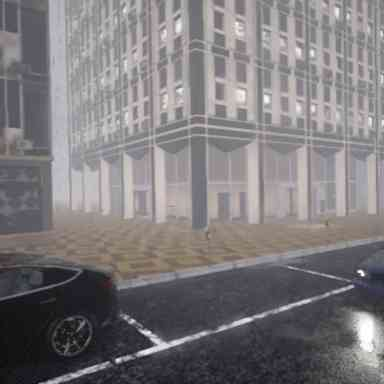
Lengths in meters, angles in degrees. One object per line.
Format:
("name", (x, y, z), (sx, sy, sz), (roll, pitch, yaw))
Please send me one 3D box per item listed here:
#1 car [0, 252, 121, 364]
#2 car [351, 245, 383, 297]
("car", (-3.080, 1.567, 4.337), (4.313, 1.339, 1.947), (0, -1, -35))
("car", (5.841, 1.500, 7.538), (5.357, 1.411, 2.033), (0, 0, -35))
